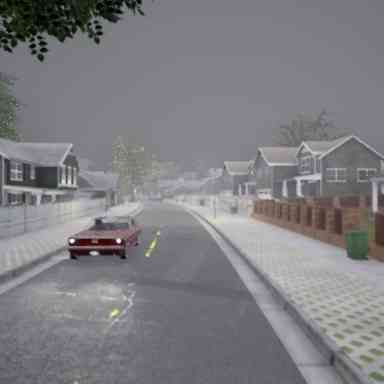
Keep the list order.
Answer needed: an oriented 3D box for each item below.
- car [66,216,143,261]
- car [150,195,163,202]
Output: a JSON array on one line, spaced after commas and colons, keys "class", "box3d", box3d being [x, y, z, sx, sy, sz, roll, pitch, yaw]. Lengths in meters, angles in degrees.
[{"class": "car", "box3d": [-3.044, 1.593, 12.459, 1.895, 1.301, 4.718, 0, 0, -1]}, {"class": "car", "box3d": [-8.595, 1.576, 83.609, 2.097, 1.767, 4.553, 0, 0, -12]}]
